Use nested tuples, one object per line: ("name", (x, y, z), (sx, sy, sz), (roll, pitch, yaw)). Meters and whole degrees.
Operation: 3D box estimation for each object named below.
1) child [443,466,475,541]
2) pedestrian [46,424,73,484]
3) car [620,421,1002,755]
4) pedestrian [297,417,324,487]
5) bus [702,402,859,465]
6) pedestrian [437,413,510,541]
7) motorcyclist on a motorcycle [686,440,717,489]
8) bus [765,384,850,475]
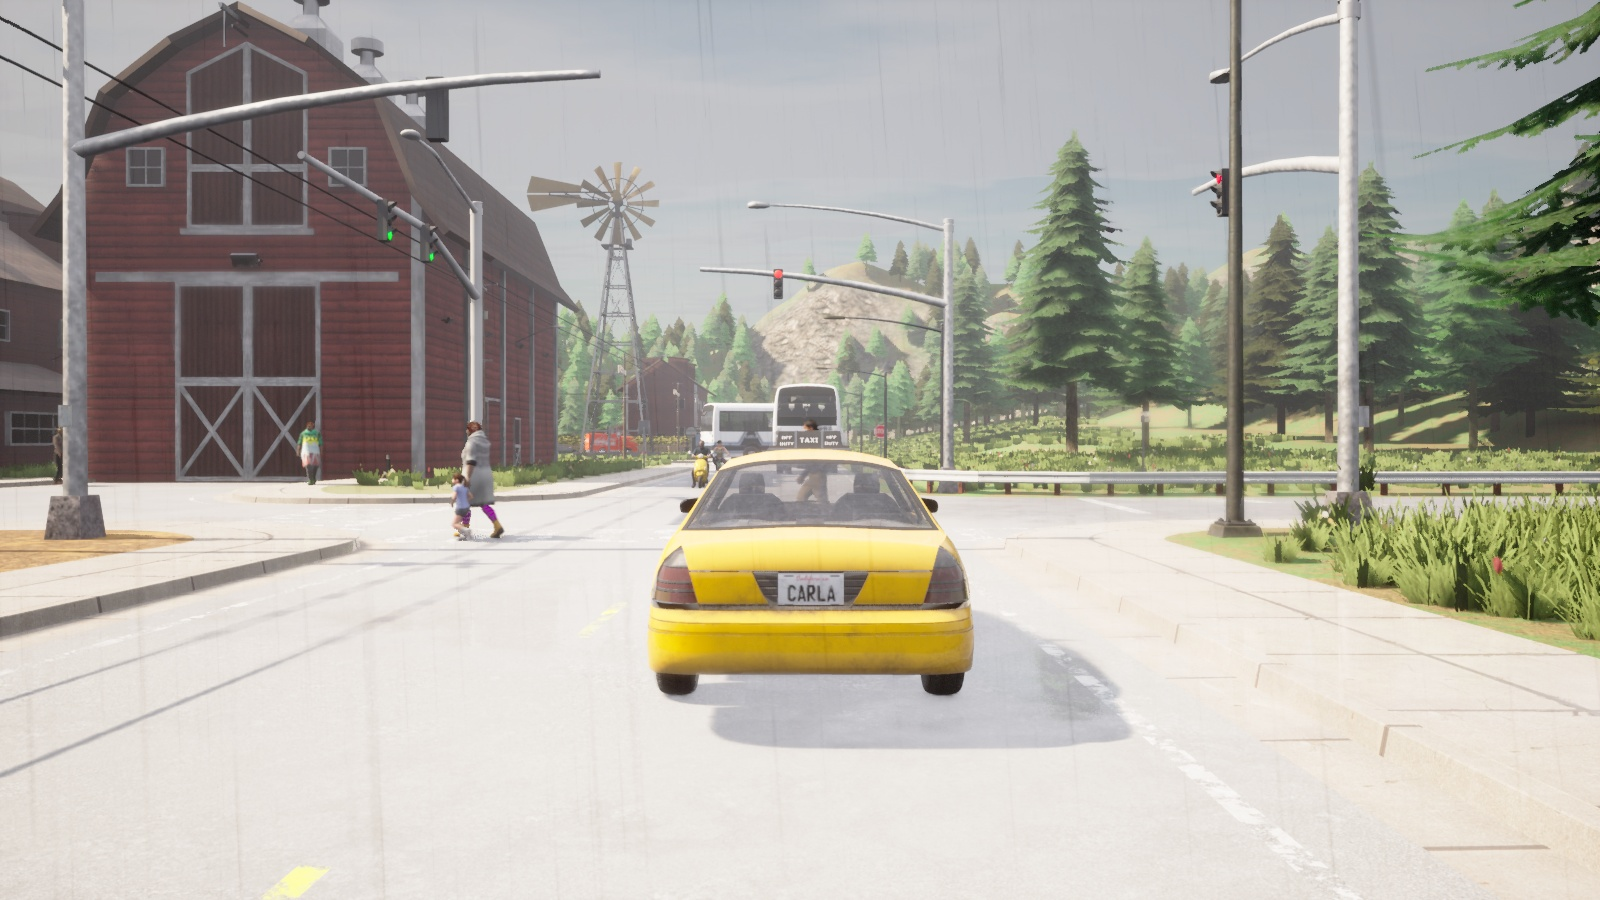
("child", (-5.148, 0.805, 18.954), (0.394, 1.110, 0.255), (0, 0, 13))
("pedestrian", (-23.043, 0.123, 39.097), (0.634, 1.846, 0.331), (0, 0, -1))
("car", (0.063, 0.637, 8.603), (1.801, 1.575, 5.366), (0, 0, 0))
("pedestrian", (-13.866, 0.048, 35.609), (0.659, 1.952, 0.873), (0, 0, -18))
("bus", (-1.369, -1.126, 88.473), (10.273, 4.253, 3.944), (0, 0, -21))
("pedestrian", (-5.080, 0.407, 19.562), (0.873, 1.952, 0.659), (0, 0, 20))
("motorcyclist on a motorcycle", (-3.259, 0.462, 41.690), (0.866, 1.590, 1.817), (0, 0, 0))
("bus", (0.361, -0.989, 63.582), (3.944, 4.253, 10.273), (0, 0, 0))
